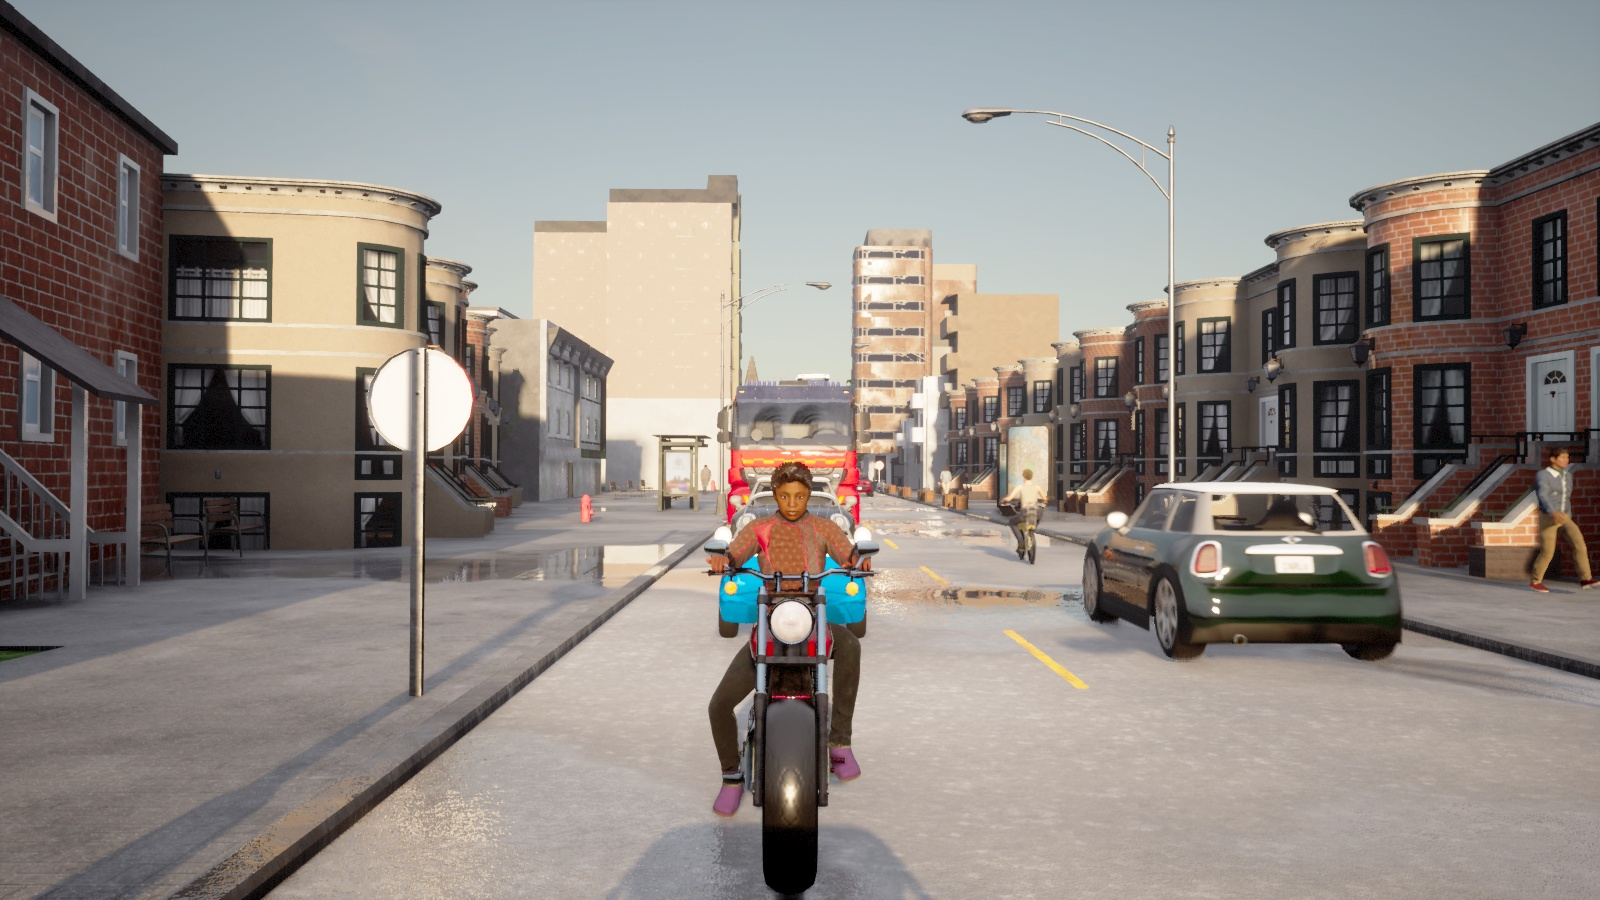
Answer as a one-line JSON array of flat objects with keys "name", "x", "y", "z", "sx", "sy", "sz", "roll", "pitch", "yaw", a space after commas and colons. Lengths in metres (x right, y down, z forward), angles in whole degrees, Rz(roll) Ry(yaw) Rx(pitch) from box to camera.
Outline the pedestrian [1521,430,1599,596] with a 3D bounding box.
[{"name": "pedestrian", "x": 9.213, "y": 0.742, "z": 15.180, "sx": 0.423, "sy": 1.949, "sz": 0.788, "roll": 0, "pitch": -1, "yaw": -11}]

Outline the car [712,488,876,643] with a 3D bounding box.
[{"name": "car", "x": -0.062, "y": 1.078, "z": 12.451, "sx": 1.481, "sy": 1.376, "sz": 2.207, "roll": 0, "pitch": -1, "yaw": 0}]

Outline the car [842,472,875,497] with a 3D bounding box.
[{"name": "car", "x": 3.626, "y": 2.128, "z": 78.457, "sx": 1.816, "sy": 1.474, "sz": 4.193, "roll": 0, "pitch": -1, "yaw": 0}]

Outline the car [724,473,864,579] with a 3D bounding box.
[{"name": "car", "x": -0.096, "y": 1.109, "z": 19.632, "sx": 1.970, "sy": 1.475, "sz": 3.806, "roll": 0, "pitch": -1, "yaw": 0}]

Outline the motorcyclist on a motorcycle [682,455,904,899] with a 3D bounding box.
[{"name": "motorcyclist on a motorcycle", "x": -0.031, "y": 0.858, "z": 5.541, "sx": 0.766, "sy": 1.649, "sz": 2.350, "roll": 0, "pitch": -1, "yaw": 0}]

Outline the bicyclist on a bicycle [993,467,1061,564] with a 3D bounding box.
[{"name": "bicyclist on a bicycle", "x": 3.900, "y": 1.099, "z": 21.672, "sx": 0.866, "sy": 1.612, "sz": 1.509, "roll": 0, "pitch": -1, "yaw": -1}]

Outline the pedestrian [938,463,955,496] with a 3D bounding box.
[{"name": "pedestrian", "x": 8.243, "y": 1.673, "z": 70.580, "sx": 0.874, "sy": 1.855, "sz": 0.900, "roll": 0, "pitch": -1, "yaw": 2}]

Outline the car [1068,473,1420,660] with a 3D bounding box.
[{"name": "car", "x": 3.941, "y": 0.964, "z": 11.907, "sx": 1.970, "sy": 1.475, "sz": 3.806, "roll": 0, "pitch": -1, "yaw": 0}]

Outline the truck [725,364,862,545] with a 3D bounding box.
[{"name": "truck", "x": -0.150, "y": 0.167, "z": 30.826, "sx": 2.891, "sy": 3.827, "sz": 8.468, "roll": 0, "pitch": -1, "yaw": 0}]

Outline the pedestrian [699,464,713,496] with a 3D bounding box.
[{"name": "pedestrian", "x": -5.788, "y": 1.837, "z": 76.980, "sx": 0.659, "sy": 1.952, "sz": 0.873, "roll": 0, "pitch": -1, "yaw": -18}]
